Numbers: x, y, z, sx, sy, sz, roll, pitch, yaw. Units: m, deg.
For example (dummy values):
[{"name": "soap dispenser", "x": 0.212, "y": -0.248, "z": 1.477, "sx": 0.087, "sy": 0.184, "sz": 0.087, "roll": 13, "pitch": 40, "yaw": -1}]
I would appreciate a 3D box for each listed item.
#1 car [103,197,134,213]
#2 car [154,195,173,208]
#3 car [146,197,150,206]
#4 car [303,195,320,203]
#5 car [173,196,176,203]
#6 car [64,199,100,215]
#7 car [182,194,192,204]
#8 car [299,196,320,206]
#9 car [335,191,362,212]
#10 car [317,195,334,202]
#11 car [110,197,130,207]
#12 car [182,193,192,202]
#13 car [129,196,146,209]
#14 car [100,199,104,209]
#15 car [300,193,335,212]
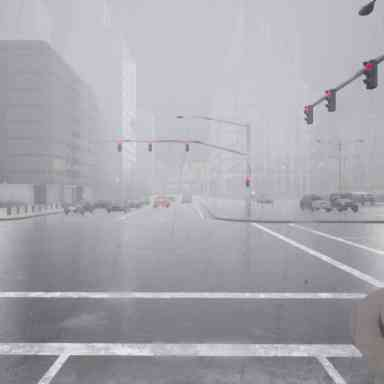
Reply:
[{"name": "car", "x": -7.986, "y": 1.564, "z": 36.691, "sx": 1.994, "sy": 1.385, "sz": 4.181, "roll": 0, "pitch": 0, "yaw": 0}, {"name": "car", "x": -4.362, "y": 1.352, "z": 49.576, "sx": 2.097, "sy": 1.767, "sz": 4.553, "roll": 0, "pitch": 0, "yaw": 0}, {"name": "car", "x": -8.080, "y": 1.491, "z": 55.277, "sx": 2.128, "sy": 1.511, "sz": 4.902, "roll": 0, "pitch": 0, "yaw": 0}, {"name": "car", "x": 24.466, "y": 1.395, "z": 68.238, "sx": 1.970, "sy": 1.475, "sz": 3.806, "roll": 0, "pitch": 0, "yaw": 0}, {"name": "car", "x": -4.502, "y": 1.503, "z": 70.487, "sx": 1.837, "sy": 1.490, "sz": 4.892, "roll": 0, "pitch": 0, "yaw": 0}, {"name": "car", "x": -11.471, "y": 1.492, "z": 34.097, "sx": 2.128, "sy": 1.511, "sz": 4.902, "roll": 0, "pitch": 0, "yaw": 0}, {"name": "car", "x": -1.051, "y": 1.601, "z": 65.624, "sx": 1.895, "sy": 1.301, "sz": 4.718, "roll": 0, "pitch": 0, "yaw": 0}, {"name": "car", "x": 18.731, "y": 1.395, "z": 53.123, "sx": 1.970, "sy": 1.475, "sz": 3.806, "roll": 0, "pitch": 0, "yaw": 0}, {"name": "car", "x": 16.064, "y": 1.156, "z": 35.650, "sx": 1.905, "sy": 1.878, "sz": 3.866, "roll": 0, "pitch": 0, "yaw": 0}, {"name": "car", "x": 27.361, "y": 1.364, "z": 68.243, "sx": 1.784, "sy": 1.438, "sz": 3.905, "roll": 0, "pitch": 0, "yaw": 0}, {"name": "car", "x": -11.576, "y": 1.547, "z": 53.905, "sx": 2.033, "sy": 1.411, "sz": 5.357, "roll": 0, "pitch": 0, "yaw": 0}, {"name": "car", "x": -1.101, "y": 1.181, "z": 74.352, "sx": 2.097, "sy": 1.767, "sz": 4.553, "roll": 0, "pitch": 0, "yaw": 0}, {"name": "car", "x": -8.034, "y": 1.352, "z": 45.393, "sx": 2.097, "sy": 1.767, "sz": 4.553, "roll": 0, "pitch": 0, "yaw": 0}, {"name": "car", "x": -11.524, "y": 1.601, "z": 43.365, "sx": 1.895, "sy": 1.301, "sz": 4.718, "roll": 0, "pitch": 0, "yaw": 0}, {"name": "car", "x": 13.169, "y": 1.153, "z": 35.698, "sx": 1.932, "sy": 1.855, "sz": 4.605, "roll": 0, "pitch": 0, "yaw": 0}]
